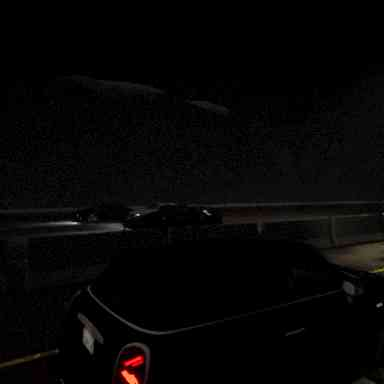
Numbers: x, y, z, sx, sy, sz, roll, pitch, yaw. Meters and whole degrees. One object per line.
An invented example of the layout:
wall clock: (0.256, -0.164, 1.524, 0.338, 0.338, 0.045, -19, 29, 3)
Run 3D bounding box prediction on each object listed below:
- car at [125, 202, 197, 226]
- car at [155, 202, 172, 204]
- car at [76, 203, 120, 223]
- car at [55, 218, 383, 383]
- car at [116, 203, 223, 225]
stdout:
car: (-2.132, 1.453, 23.261, 4.674, 1.442, 1.812, 0, 0, -31)
car: (-0.349, 1.426, 20.252, 4.902, 1.511, 2.128, 0, 0, -31)
car: (-6.434, 1.493, 24.705, 4.181, 1.385, 1.994, 0, 0, -32)
car: (0.832, 1.337, 4.157, 4.553, 1.767, 2.097, 0, 0, -34)
car: (-0.835, 1.454, 15.840, 4.892, 1.490, 1.837, 0, 0, -32)
